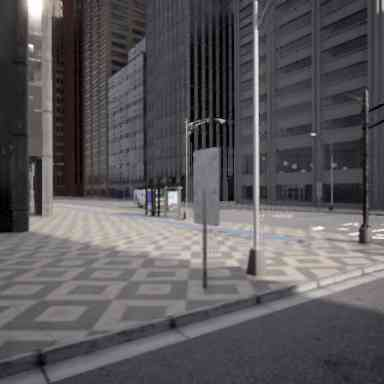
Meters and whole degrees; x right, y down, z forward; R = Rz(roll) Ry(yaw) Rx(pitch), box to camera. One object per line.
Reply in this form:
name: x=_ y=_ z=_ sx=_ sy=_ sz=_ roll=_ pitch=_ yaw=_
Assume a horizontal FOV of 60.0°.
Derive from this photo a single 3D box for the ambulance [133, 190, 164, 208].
ambulance: x=-5.541 y=0.945 z=44.691 sx=2.351 sy=2.431 sz=6.366 roll=0 pitch=0 yaw=-35
